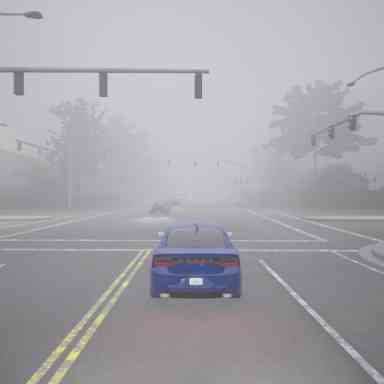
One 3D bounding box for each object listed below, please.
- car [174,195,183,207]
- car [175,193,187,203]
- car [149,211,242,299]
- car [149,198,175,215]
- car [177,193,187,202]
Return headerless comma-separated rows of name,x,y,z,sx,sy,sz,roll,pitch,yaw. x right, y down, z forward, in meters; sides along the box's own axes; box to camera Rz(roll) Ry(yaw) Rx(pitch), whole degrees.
car,-2.788,1.564,50.529,1.994,1.385,4.181,0,0,1
car,-2.542,1.223,68.883,2.150,2.045,5.566,0,0,1
car,0.086,1.478,8.537,1.882,1.535,5.008,0,0,0
car,-3.072,1.601,33.236,1.895,1.301,4.718,0,0,2
car,-2.446,1.225,79.716,2.150,2.045,5.566,0,0,0
